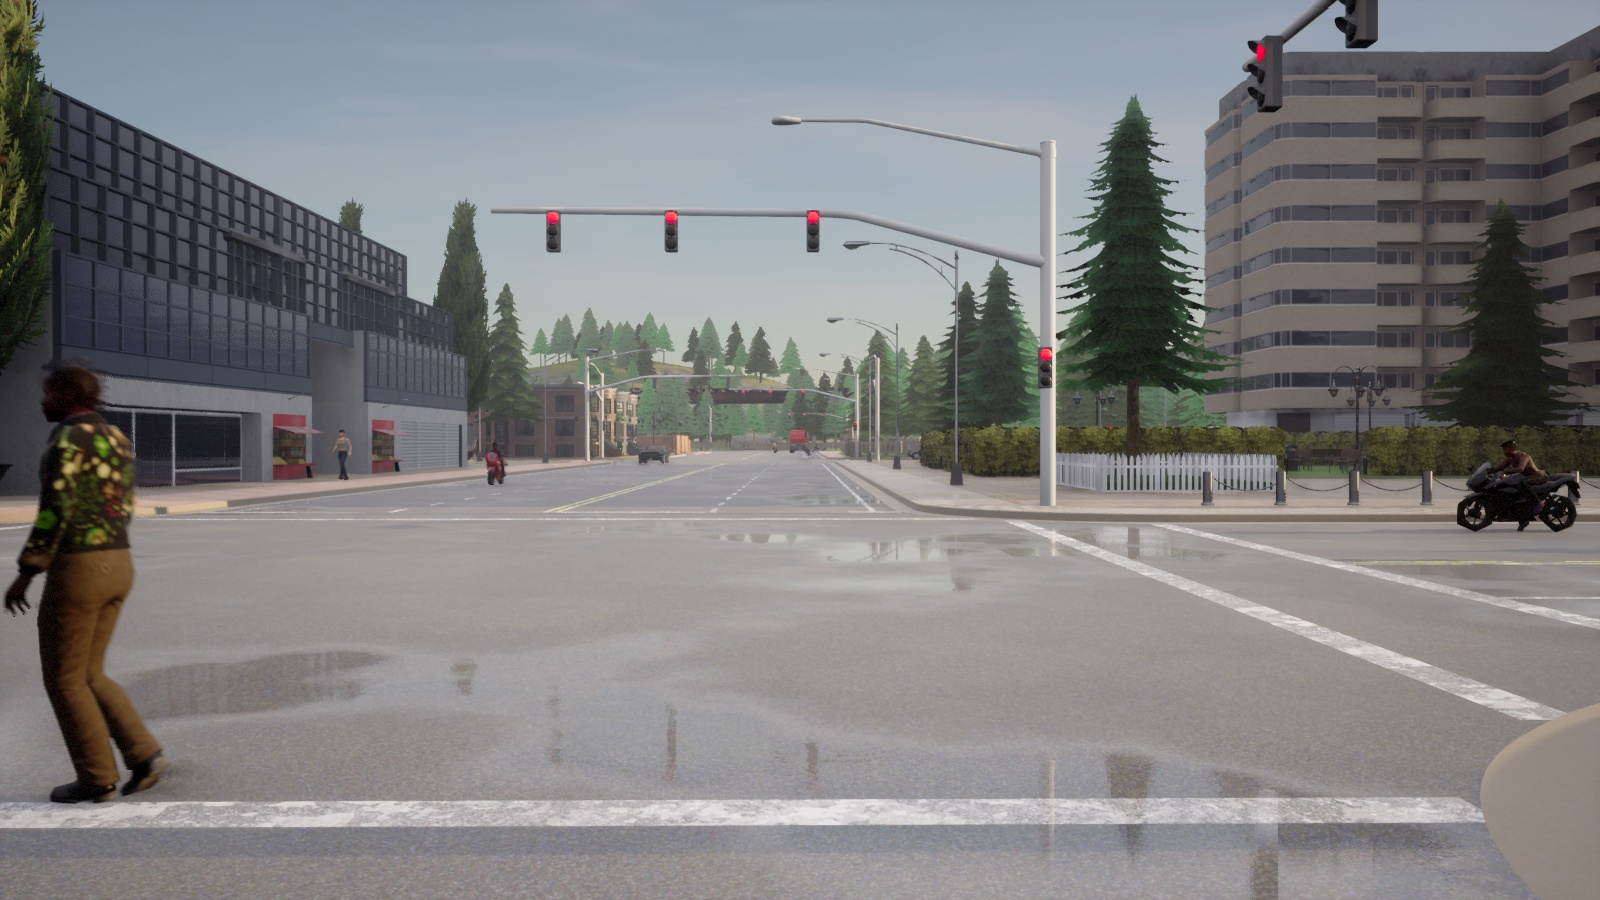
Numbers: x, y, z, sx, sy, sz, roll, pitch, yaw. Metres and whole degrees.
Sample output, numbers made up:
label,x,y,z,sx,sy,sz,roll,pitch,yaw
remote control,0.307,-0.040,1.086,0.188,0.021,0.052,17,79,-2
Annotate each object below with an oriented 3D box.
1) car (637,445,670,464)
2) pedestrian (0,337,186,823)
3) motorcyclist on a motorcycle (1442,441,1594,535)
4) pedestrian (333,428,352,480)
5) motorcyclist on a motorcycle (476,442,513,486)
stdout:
label,x,y,z,sx,sy,sz,roll,pitch,yaw
car,-10.664,0.321,91.625,1.895,1.301,4.718,0,0,0
pedestrian,-2.984,0.516,5.195,0.692,1.930,0.395,0,0,2
motorcyclist on a motorcycle,11.870,0.621,20.800,2.044,1.523,0.797,0,0,0
pedestrian,-16.410,0.138,45.002,0.345,1.836,0.594,0,0,18
motorcyclist on a motorcycle,-10.670,0.472,43.956,0.797,1.523,2.044,0,0,0
